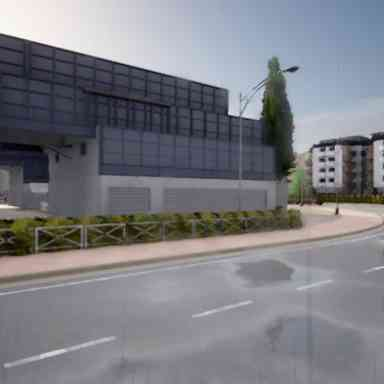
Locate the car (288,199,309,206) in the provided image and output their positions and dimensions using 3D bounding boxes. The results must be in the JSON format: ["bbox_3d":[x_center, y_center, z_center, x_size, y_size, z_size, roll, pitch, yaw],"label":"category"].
[{"bbox_3d":[18.895,1.882,62.108,1.895,1.301,4.718,0,0,-26],"label":"car"}]

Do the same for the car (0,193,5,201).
[{"bbox_3d":[-47.135,1.199,80.574,1.905,1.878,3.866,0,0,-36],"label":"car"}]

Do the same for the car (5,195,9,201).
[{"bbox_3d":[-44.776,1.453,82.250,1.970,1.475,3.806,0,0,-36],"label":"car"}]

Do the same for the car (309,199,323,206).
[{"bbox_3d":[22.466,1.880,62.758,1.895,1.301,4.718,0,0,-25],"label":"car"}]
